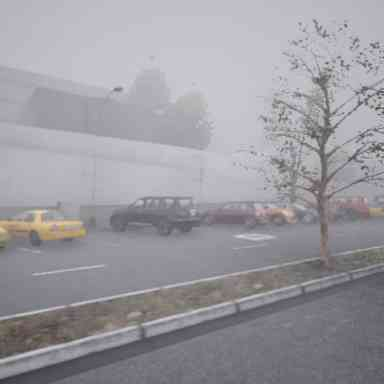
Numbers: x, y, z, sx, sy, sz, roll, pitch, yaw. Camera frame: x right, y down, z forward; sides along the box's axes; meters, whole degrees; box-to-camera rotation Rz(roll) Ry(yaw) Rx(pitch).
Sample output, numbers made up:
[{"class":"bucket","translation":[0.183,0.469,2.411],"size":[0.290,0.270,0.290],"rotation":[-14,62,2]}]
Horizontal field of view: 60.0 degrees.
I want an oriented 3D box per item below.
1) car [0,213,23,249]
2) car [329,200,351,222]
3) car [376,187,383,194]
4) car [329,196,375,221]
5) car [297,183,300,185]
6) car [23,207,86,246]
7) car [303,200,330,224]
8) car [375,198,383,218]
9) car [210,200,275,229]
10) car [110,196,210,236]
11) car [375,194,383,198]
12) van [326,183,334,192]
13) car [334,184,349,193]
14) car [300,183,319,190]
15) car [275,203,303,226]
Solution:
[{"class":"car","translation":[-9.295,1.486,13.378],"size":[5.366,1.575,1.946],"rotation":[-1,-1,35]},{"class":"car","translation":[10.074,1.629,27.420],"size":[4.792,1.488,2.163],"rotation":[-1,-1,35]},{"class":"car","translation":[40.551,-0.018,70.468],"size":[2.435,2.045,5.566],"rotation":[7,3,35]},{"class":"car","translation":[12.521,1.371,29.165],"size":[5.566,2.045,2.435],"rotation":[-1,-1,35]},{"class":"car","translation":[28.458,-1.635,87.747],"size":[2.002,1.452,4.674],"rotation":[7,3,35]},{"class":"car","translation":[-7.162,1.496,15.323],"size":[5.366,1.575,1.946],"rotation":[-1,-1,35]},{"class":"car","translation":[7.654,1.580,25.674],"size":[4.892,1.521,2.231],"rotation":[-1,-1,35]},{"class":"car","translation":[14.840,1.644,30.991],"size":[5.366,1.575,1.946],"rotation":[-1,-1,35]},{"class":"car","translation":[2.793,1.415,22.166],"size":[4.553,1.767,2.185],"rotation":[-1,-1,35]},{"class":"car","translation":[-2.148,1.263,18.716],"size":[5.566,2.045,2.435],"rotation":[-1,-1,35]},{"class":"car","translation":[19.875,1.441,34.376],"size":[5.566,2.045,2.435],"rotation":[-1,-1,35]},{"class":"van","translation":[33.588,-1.083,80.221],"size":[1.878,1.987,4.442],"rotation":[7,3,35]},{"class":"car","translation":[35.345,-0.584,77.857],"size":[2.231,1.521,4.892],"rotation":[7,3,35]},{"class":"car","translation":[30.288,-1.403,85.425],"size":[1.946,1.575,5.366],"rotation":[7,3,35]},{"class":"car","translation":[5.188,1.434,23.949],"size":[4.553,1.767,2.185],"rotation":[-1,-1,34]}]
